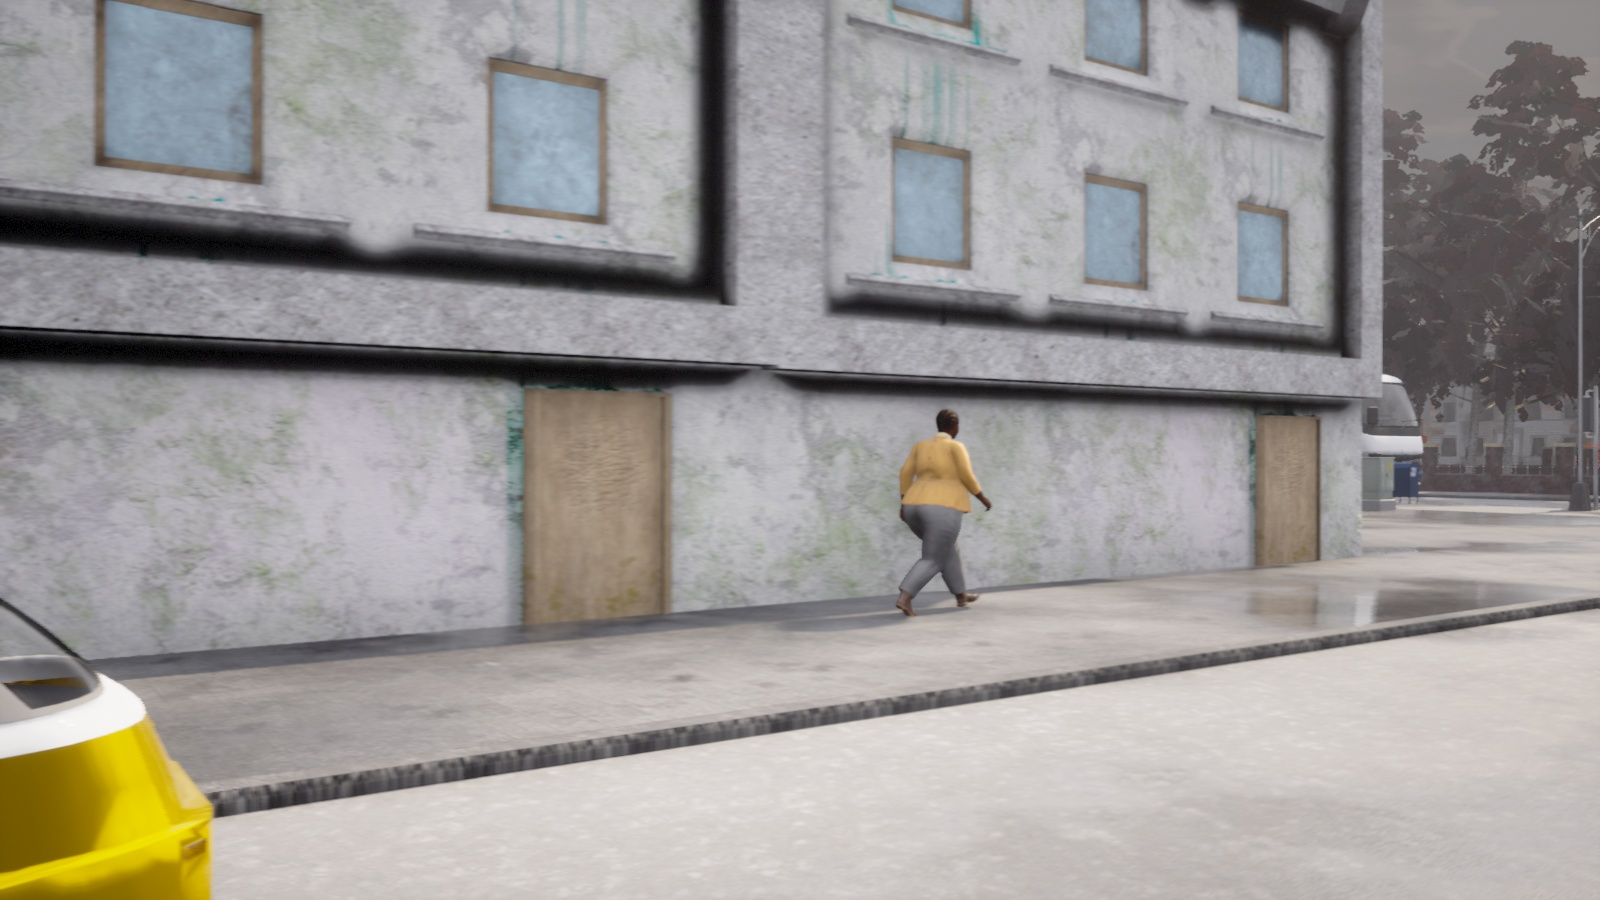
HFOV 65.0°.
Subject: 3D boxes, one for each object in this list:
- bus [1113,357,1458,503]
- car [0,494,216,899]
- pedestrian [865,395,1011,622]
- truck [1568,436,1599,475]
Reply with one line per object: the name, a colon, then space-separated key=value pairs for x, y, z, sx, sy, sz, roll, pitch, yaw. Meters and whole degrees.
bus: x=15.683 y=-0.563 z=41.716 sx=3.944 sy=4.253 sz=10.273 roll=0 pitch=0 yaw=-34
car: x=-2.515 y=0.811 z=2.517 sx=2.207 sy=1.376 sz=1.481 roll=0 pitch=0 yaw=-35
pedestrian: x=1.188 y=0.479 z=10.882 sx=0.900 sy=1.855 sz=0.874 roll=0 pitch=0 yaw=-35
truck: x=53.067 y=0.345 z=81.211 sx=2.627 sy=2.467 sz=5.204 roll=0 pitch=0 yaw=-35
